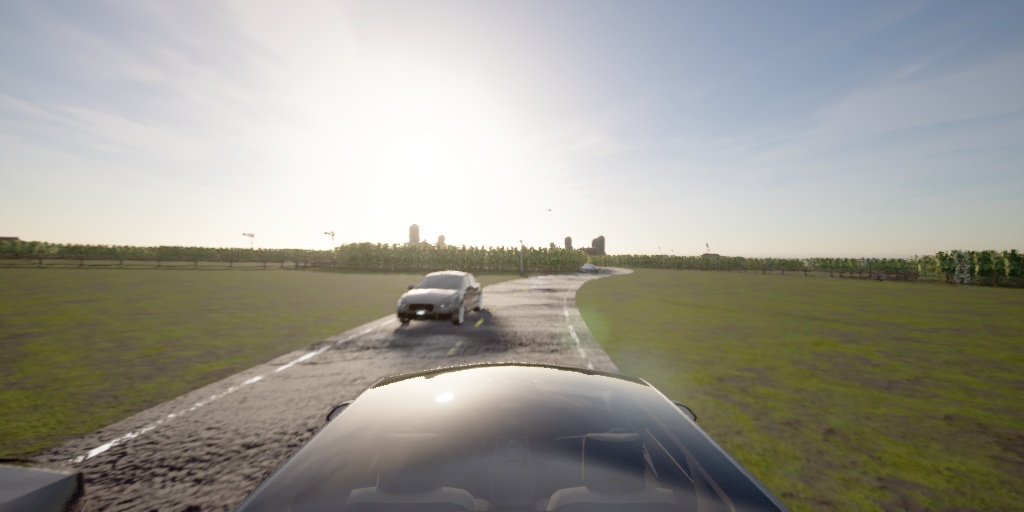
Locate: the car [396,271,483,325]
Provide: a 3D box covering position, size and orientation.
[{"bbox_3d":[-2.210,1.303,12.126,1.837,1.490,4.892,1,0,6],"label":"car"}]

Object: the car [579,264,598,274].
[{"bbox_3d":[11.748,1.913,54.664,1.812,1.442,4.674,1,-1,29],"label":"car"}]
